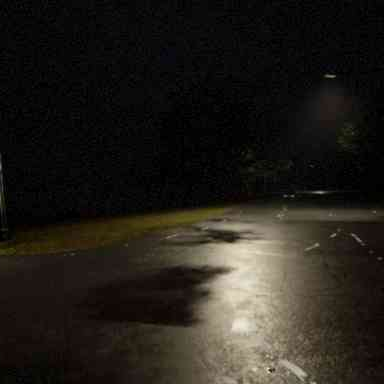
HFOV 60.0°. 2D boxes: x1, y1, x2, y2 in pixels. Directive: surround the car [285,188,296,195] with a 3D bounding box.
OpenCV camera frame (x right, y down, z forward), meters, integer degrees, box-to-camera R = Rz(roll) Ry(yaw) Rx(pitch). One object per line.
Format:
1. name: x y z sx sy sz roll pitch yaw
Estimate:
1. car: 22.458 -0.084 75.992 1.882 1.535 5.008 -1 1 25
